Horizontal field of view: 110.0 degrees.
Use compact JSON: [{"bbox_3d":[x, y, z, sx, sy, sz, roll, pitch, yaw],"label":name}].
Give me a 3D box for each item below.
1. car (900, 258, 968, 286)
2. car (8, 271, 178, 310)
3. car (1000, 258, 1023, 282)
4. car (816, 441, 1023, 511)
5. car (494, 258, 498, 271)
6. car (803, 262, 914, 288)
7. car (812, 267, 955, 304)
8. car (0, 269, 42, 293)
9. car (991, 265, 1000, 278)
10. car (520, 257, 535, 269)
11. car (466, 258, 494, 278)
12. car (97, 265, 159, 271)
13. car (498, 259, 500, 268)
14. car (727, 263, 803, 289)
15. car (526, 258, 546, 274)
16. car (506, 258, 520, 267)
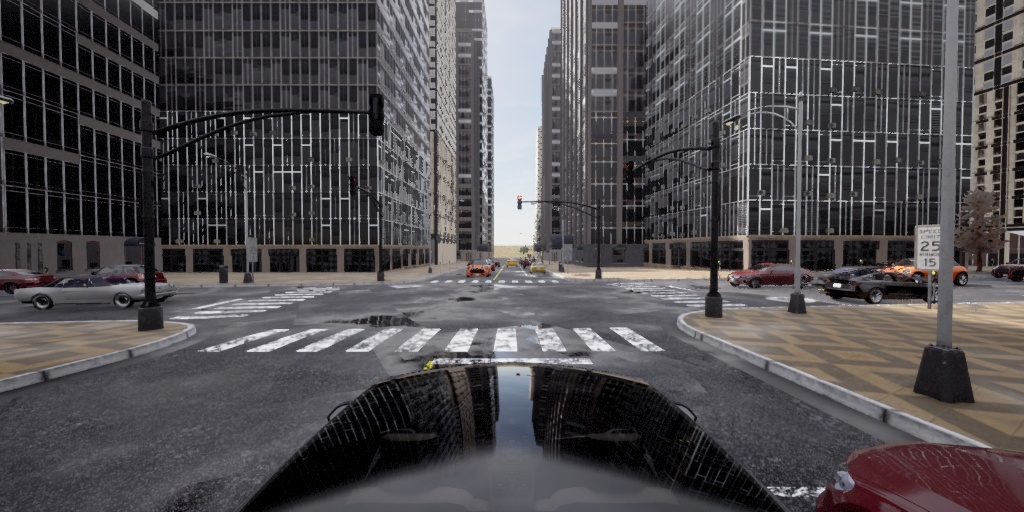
[{"bbox_3d":[25.340,0.904,22.359,4.553,1.767,2.097,0,1,-5],"label":"car"},{"bbox_3d":[-17.345,1.469,15.199,4.718,1.301,1.895,0,1,-6],"label":"car"},{"bbox_3d":[35.349,0.846,23.279,4.553,1.767,2.097,0,1,-5],"label":"car"},{"bbox_3d":[2.692,1.333,0.408,1.802,1.307,4.207,0,0,0],"label":"car"},{"bbox_3d":[-3.117,1.202,45.390,1.882,1.535,5.008,0,0,0],"label":"car"},{"bbox_3d":[18.470,1.208,18.454,5.357,1.411,2.033,0,1,-6],"label":"car"},{"bbox_3d":[16.124,1.294,15.706,4.313,1.339,1.948,0,0,-5],"label":"car"},{"bbox_3d":[-28.204,1.390,20.016,4.207,1.307,1.802,0,0,-5],"label":"car"},{"bbox_3d":[37.693,0.865,26.122,4.097,1.591,1.967,0,0,-5],"label":"car"},{"bbox_3d":[2.710,1.028,55.027,2.192,1.841,5.009,0,0,0],"label":"car"},{"bbox_3d":[-3.112,1.085,34.291,2.097,1.767,4.553,0,0,0],"label":"car"},{"bbox_3d":[-22.578,1.215,20.541,4.097,1.591,1.967,0,0,-5],"label":"car"},{"bbox_3d":[-3.095,1.057,60.933,2.097,1.767,4.553,0,0,0],"label":"car"},{"bbox_3d":[15.392,1.135,21.449,4.674,1.442,1.812,0,1,-5],"label":"car"},{"bbox_3d":[2.806,1.254,39.946,1.751,1.417,4.829,0,0,0],"label":"car"},{"bbox_3d":[-0.025,1.178,65.005,1.882,1.535,5.008,0,0,0],"label":"car"}]
